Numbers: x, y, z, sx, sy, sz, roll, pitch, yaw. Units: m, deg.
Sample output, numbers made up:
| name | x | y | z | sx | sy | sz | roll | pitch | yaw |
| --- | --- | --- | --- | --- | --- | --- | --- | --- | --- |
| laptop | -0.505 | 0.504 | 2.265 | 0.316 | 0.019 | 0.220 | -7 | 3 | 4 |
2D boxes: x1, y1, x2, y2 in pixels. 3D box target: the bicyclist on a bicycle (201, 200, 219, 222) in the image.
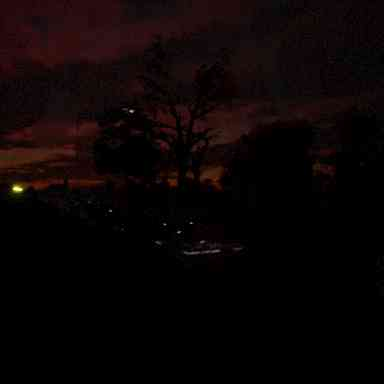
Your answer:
| name | x | y | z | sx | sy | sz | roll | pitch | yaw |
| --- | --- | --- | --- | --- | --- | --- | --- | --- | --- |
| bicyclist on a bicycle | 1.381 | 1.467 | 25.357 | 1.656 | 1.620 | 0.582 | 0 | 0 | -27 |

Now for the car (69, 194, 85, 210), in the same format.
| name | x | y | z | sx | sy | sz | roll | pitch | yaw |
| --- | --- | --- | --- | --- | --- | --- | --- | --- | --- |
| car | -15.099 | 1.317 | 44.608 | 2.150 | 2.045 | 5.566 | 0 | 0 | -27 |

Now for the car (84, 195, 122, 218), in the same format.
| name | x | y | z | sx | sy | sz | roll | pitch | yaw |
| --- | --- | --- | --- | --- | --- | --- | --- | --- | --- |
| car | -8.262 | 1.291 | 31.106 | 2.150 | 2.045 | 5.566 | 0 | 0 | -27 |

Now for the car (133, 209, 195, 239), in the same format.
| name | x | y | z | sx | sy | sz | roll | pitch | yaw |
| --- | --- | --- | --- | --- | --- | --- | --- | --- | --- |
| car | -1.637 | 1.641 | 18.119 | 1.895 | 1.301 | 4.718 | 0 | 0 | -27 |

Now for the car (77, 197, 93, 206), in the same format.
| name | x | y | z | sx | sy | sz | roll | pitch | yaw |
| --- | --- | --- | --- | --- | --- | --- | --- | --- | --- |
| car | -18.675 | 1.620 | 57.975 | 1.812 | 1.442 | 4.674 | 0 | 0 | -27 |

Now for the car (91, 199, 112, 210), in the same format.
| name | x | y | z | sx | sy | sz | roll | pitch | yaw |
| --- | --- | --- | --- | --- | --- | --- | --- | --- | --- |
| car | -12.562 | 1.636 | 46.009 | 1.994 | 1.385 | 4.181 | 0 | 0 | -27 |
